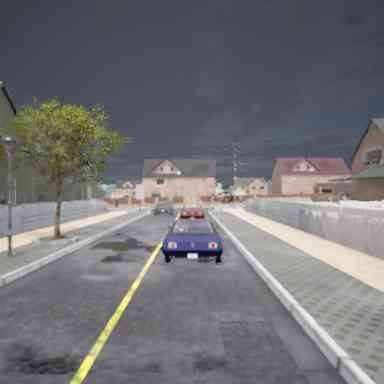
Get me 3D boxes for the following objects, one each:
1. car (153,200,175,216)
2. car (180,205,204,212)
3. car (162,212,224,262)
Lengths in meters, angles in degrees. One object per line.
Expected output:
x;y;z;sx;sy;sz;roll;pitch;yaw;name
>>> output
-2.774;1.601;33.638;1.837;1.490;4.892;0;-1;1;car
0.049;1.670;27.042;1.895;1.301;4.718;0;0;1;car
0.043;1.624;12.134;1.895;1.301;4.718;0;0;1;car
